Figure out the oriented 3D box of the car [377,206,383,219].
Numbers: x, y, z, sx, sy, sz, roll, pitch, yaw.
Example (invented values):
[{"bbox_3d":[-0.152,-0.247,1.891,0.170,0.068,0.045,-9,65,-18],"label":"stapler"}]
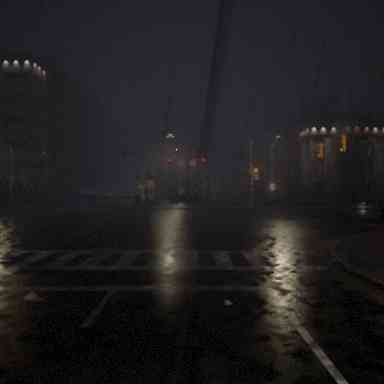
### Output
[{"bbox_3d":[14.933,1.295,21.743,5.008,1.535,1.882,0,0,7],"label":"car"}]
